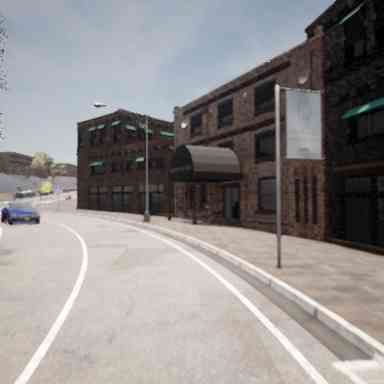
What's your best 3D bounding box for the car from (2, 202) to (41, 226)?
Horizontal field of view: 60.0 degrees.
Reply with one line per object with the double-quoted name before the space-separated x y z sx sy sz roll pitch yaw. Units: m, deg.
"car" -12.027 1.454 23.285 1.812 1.442 4.674 1 0 -38
